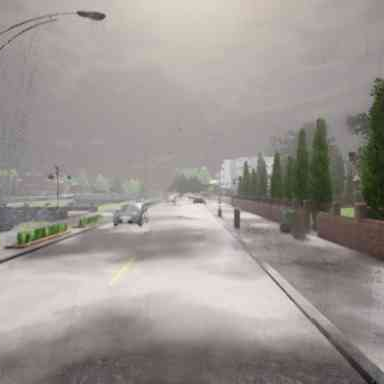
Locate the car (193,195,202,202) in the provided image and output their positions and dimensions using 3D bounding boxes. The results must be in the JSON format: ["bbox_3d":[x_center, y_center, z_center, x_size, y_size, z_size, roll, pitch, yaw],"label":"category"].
[{"bbox_3d":[1.208,1.503,75.625,1.882,1.535,5.008,0,0,0],"label":"car"}]

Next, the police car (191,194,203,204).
[{"bbox_3d":[1.207,1.448,65.735,1.930,1.638,5.238,0,0,0],"label":"police car"}]

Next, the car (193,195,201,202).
[{"bbox_3d":[1.208,1.533,81.625,1.837,1.490,4.892,0,0,0],"label":"car"}]

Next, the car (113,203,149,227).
[{"bbox_3d":[-4.095,1.499,22.884,2.128,1.511,4.902,0,0,0],"label":"car"}]

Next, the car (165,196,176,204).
[{"bbox_3d":[-4.019,1.516,63.410,2.128,1.511,4.902,0,0,1],"label":"car"}]
